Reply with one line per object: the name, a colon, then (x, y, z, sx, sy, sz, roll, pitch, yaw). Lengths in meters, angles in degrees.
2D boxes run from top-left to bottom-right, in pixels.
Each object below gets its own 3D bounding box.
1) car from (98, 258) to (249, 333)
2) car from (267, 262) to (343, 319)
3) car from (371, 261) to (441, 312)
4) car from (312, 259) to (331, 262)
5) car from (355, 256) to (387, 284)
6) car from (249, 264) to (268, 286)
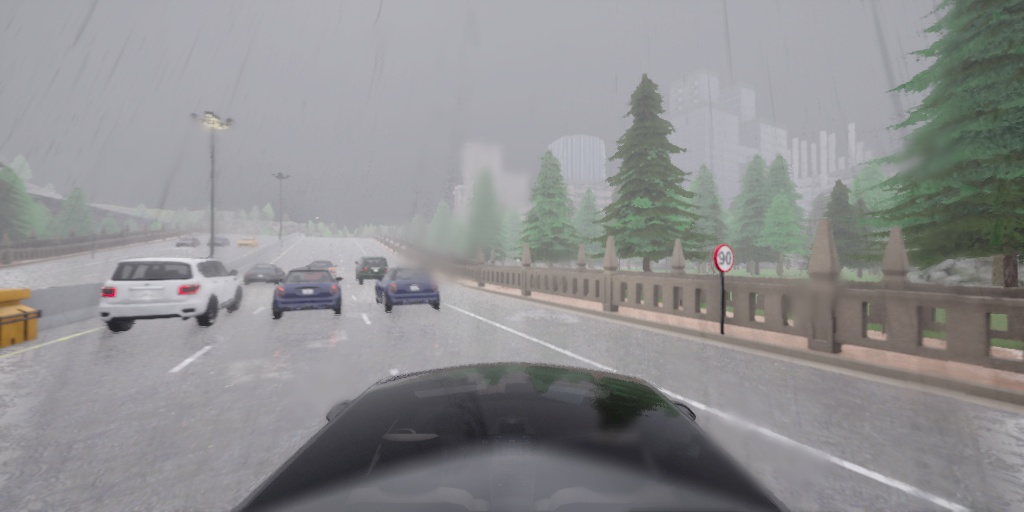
car: (-10.504, 1.071, 11.557, 2.150, 2.045, 5.566, 0, 0, -26)
car: (-7.725, 1.225, 13.842, 2.097, 1.767, 4.553, 0, -1, -26)
car: (-4.587, 1.246, 15.394, 2.097, 1.767, 4.553, 0, -1, -26)
car: (-14.415, 1.085, 27.201, 2.097, 1.767, 4.553, 0, 2, -26)
car: (-10.898, 1.010, 27.976, 2.150, 2.045, 5.566, 0, 2, -26)
car: (-17.555, 1.278, 25.659, 1.994, 1.385, 4.181, 0, 2, -27)
